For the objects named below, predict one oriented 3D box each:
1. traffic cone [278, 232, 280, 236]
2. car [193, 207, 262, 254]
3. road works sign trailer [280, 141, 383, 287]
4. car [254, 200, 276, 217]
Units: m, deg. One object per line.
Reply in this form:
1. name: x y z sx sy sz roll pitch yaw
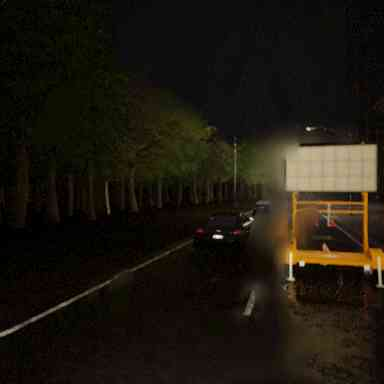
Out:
1. traffic cone: 4.440 1.880 16.489 0.340 0.580 0.340 0 0 17
2. car: 1.472 1.492 13.284 1.994 1.385 4.181 0 0 17
3. road works sign trailer: 3.837 0.415 9.351 2.380 3.560 2.880 0 0 17
4. car: 6.694 1.435 30.529 2.033 1.411 5.357 0 0 17
